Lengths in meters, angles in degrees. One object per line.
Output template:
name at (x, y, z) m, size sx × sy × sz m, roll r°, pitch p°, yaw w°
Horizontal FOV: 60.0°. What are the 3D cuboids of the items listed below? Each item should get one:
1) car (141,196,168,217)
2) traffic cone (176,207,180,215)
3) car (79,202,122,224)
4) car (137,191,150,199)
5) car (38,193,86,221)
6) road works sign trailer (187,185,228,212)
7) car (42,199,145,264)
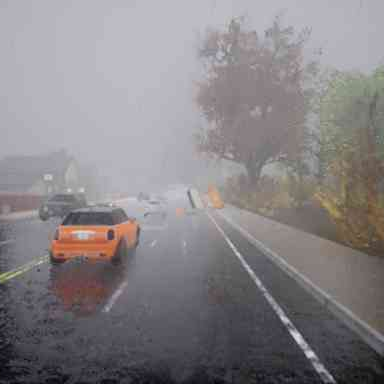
car at (-3.153, 1.405, 29.907) m, size 1.812 × 1.442 × 4.674 m, roll 0°, pitch 0°, yaw 0°
traffic cone at (-1.382, 1.828, 31.457) m, size 0.340 × 0.580 × 0.340 m, roll 0°, pitch 0°, yaw 0°
car at (-6.598, 1.466, 24.531) m, size 1.994 × 1.385 × 4.181 m, roll 0°, pitch 0°, yaw 0°
car at (-9.755, 0.910, 67.237) m, size 2.150 × 2.045 × 5.566 m, roll 0°, pitch 1°, yaw 0°
car at (-9.847, 1.118, 26.007) m, size 2.150 × 2.045 × 5.566 m, roll 0°, pitch 0°, yaw 0°
road works sign trailer at (0.995, 0.826, 32.355) m, size 2.880 × 2.380 × 3.560 m, roll -34°, pitch -24°, yaw 33°
car at (-3.151, 1.307, 11.756) m, size 2.097 × 1.767 × 4.553 m, roll 0°, pitch 0°, yaw 0°
